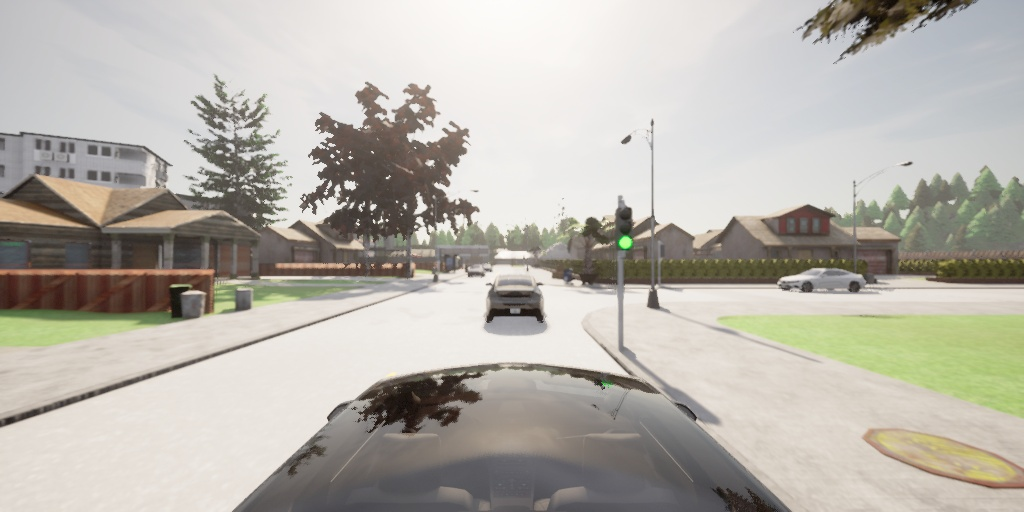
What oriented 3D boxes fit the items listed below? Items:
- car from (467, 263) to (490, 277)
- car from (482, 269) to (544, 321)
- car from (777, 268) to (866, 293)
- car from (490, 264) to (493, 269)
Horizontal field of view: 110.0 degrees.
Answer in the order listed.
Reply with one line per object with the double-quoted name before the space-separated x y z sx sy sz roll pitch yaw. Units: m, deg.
"car" -4.081 1.726 41.952 2.033 1.411 5.357 0 0 0
"car" 0.097 1.376 12.946 1.837 1.490 4.892 0 0 0
"car" 19.249 1.497 22.369 4.674 1.442 1.812 -1 -1 0
"car" -4.045 1.887 57.002 2.033 1.411 5.357 0 -1 0
